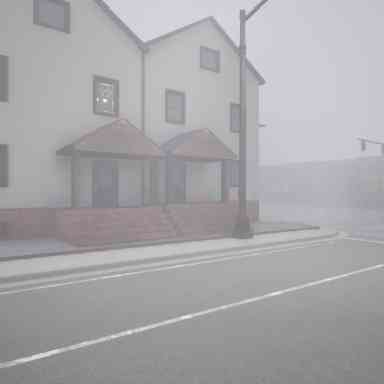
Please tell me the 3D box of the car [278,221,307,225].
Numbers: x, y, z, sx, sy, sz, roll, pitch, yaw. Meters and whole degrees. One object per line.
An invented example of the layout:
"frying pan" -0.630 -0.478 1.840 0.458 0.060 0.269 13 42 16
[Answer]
"car" 8.574 3.480 31.330 2.128 1.511 4.902 -1 -12 -36
